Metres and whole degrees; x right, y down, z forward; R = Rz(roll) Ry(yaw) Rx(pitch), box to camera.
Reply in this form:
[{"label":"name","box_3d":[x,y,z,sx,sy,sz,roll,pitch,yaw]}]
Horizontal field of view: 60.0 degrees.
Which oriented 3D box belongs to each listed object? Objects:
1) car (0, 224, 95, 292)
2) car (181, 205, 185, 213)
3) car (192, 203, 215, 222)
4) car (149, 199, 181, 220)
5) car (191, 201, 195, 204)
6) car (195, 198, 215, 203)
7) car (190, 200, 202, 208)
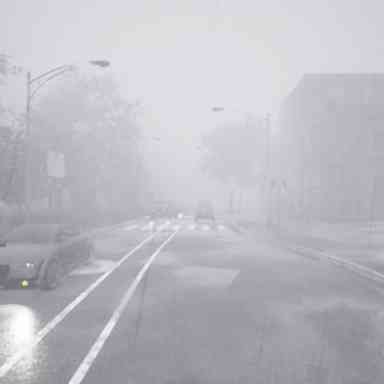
[{"label":"car","box_3d":[-4.106,1.571,8.856,1.994,1.385,4.181,0,0,2]},{"label":"car","box_3d":[-2.206,2.591,51.080,1.895,1.301,4.718,0,-2,5]},{"label":"car","box_3d":[1.227,2.010,31.346,2.033,1.411,5.357,0,-2,2]},{"label":"car","box_3d":[-2.887,1.772,34.730,2.150,2.045,5.566,0,-1,6]},{"label":"car","box_3d":[0.278,3.224,79.224,2.002,1.452,4.674,-2,1,6]},{"label":"car","box_3d":[1.923,2.184,50.064,2.150,2.045,5.566,0,-2,3]},{"label":"car","box_3d":[1.012,3.052,85.322,2.097,1.535,5.008,1,2,11]}]
